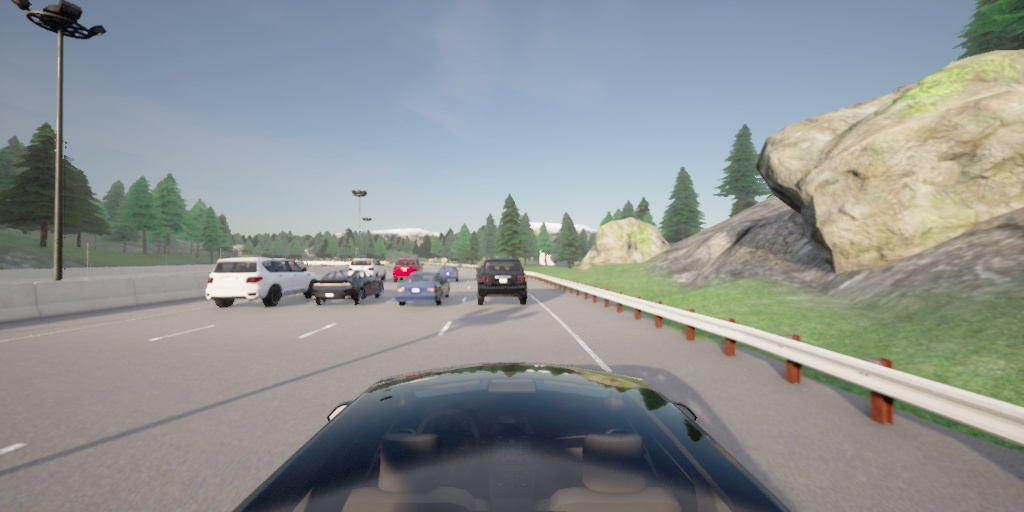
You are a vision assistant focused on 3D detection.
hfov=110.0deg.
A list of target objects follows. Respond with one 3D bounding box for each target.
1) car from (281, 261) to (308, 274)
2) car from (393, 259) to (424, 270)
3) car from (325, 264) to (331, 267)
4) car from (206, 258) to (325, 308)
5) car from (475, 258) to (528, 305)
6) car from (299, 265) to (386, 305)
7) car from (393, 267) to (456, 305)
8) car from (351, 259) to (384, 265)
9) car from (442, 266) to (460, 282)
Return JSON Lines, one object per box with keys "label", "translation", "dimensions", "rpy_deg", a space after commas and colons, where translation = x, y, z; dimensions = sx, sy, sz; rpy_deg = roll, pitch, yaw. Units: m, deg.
{"label": "car", "translation": [-30.995, 1.568, 51.253], "dimensions": [2.097, 1.767, 4.553], "rpy_deg": [0, -1, -14]}
{"label": "car", "translation": [-9.231, 1.251, 32.178], "dimensions": [2.150, 2.045, 5.566], "rpy_deg": [0, 0, -8]}
{"label": "car", "translation": [-27.565, 1.826, 52.424], "dimensions": [1.895, 1.301, 4.718], "rpy_deg": [0, -1, -16]}
{"label": "car", "translation": [-11.015, 1.105, 16.366], "dimensions": [2.150, 2.045, 5.566], "rpy_deg": [0, 0, -4]}
{"label": "car", "translation": [-0.542, 1.109, 17.111], "dimensions": [2.150, 2.045, 5.566], "rpy_deg": [0, 0, -4]}
{"label": "car", "translation": [-7.544, 1.385, 16.897], "dimensions": [2.128, 1.511, 4.902], "rpy_deg": [0, 0, -4]}
{"label": "car", "translation": [-4.032, 1.438, 16.848], "dimensions": [2.033, 1.411, 5.357], "rpy_deg": [0, -1, -4]}
{"label": "car", "translation": [-12.694, 1.247, 31.671], "dimensions": [2.150, 2.045, 5.566], "rpy_deg": [0, 0, -8]}
{"label": "car", "translation": [-5.766, 1.586, 32.673], "dimensions": [2.033, 1.411, 5.357], "rpy_deg": [0, -1, -8]}
